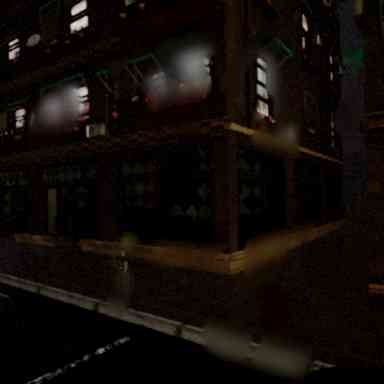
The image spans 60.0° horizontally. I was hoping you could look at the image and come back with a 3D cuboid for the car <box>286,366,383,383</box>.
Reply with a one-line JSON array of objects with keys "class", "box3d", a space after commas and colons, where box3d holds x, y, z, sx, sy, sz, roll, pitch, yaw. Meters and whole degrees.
[{"class": "car", "box3d": [2.313, 1.541, 1.238, 4.403, 1.369, 2.008, -1, -1, 36]}]
